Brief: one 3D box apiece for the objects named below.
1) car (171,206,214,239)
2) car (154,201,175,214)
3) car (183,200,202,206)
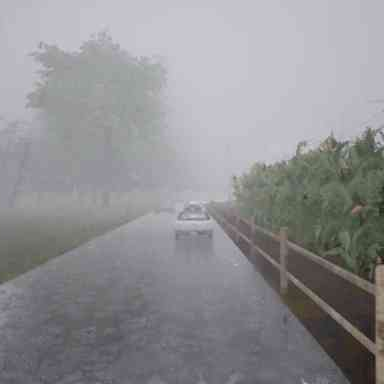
[{"bbox_3d":[0.090,1.620,17.554,1.895,1.301,4.718,0,0,0],"label":"car"},{"bbox_3d":[-2.846,1.616,35.288,1.994,1.385,4.181,0,0,0],"label":"car"},{"bbox_3d":[0.077,1.577,35.342,1.812,1.442,4.674,0,0,0],"label":"car"}]
